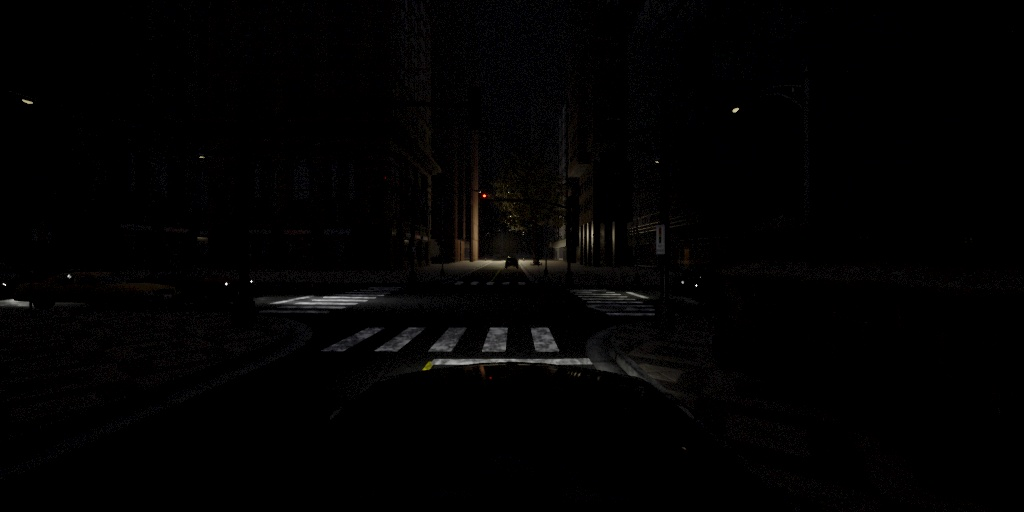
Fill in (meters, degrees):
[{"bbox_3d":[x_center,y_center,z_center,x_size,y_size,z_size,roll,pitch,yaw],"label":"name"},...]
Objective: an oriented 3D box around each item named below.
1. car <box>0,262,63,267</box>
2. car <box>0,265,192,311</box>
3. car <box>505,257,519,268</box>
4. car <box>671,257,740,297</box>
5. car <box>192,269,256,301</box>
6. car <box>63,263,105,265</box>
[{"bbox_3d":[-23.846,1.076,15.774,5.357,1.411,2.033,1,0,0],"label":"car"},{"bbox_3d":[-14.965,1.146,13.083,4.829,1.417,1.751,0,0,0],"label":"car"},{"bbox_3d":[-0.033,1.030,54.454,1.837,1.490,4.892,0,0,0],"label":"car"},{"bbox_3d":[11.745,1.051,18.856,5.566,2.045,2.150,0,0,0],"label":"car"},{"bbox_3d":[-14.103,1.231,15.741,4.718,1.301,1.895,1,0,0],"label":"car"},{"bbox_3d":[-26.358,1.065,21.645,4.313,1.339,1.948,0,0,0],"label":"car"}]
